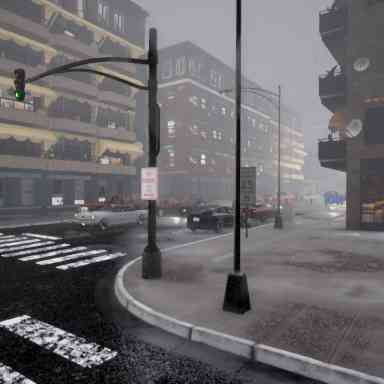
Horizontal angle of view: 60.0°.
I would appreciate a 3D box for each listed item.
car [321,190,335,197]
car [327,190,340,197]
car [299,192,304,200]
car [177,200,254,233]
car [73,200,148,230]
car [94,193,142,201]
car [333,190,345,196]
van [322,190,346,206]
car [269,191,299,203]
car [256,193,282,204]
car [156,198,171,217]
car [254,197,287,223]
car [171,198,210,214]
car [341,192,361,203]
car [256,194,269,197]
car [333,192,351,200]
[{"bbox_3d":[29.833,0.378,72.931,1.887,1.381,4.507,2,2,35],"label":"car"},{"bbox_3d":[33.038,0.335,77.488,1.802,1.307,4.206,2,2,35],"label":"car"},{"bbox_3d":[17.012,0.719,54.707,1.947,1.339,4.313,2,2,35],"label":"car"},{"bbox_3d":[1.409,1.348,17.961,1.947,1.339,4.313,2,2,35],"label":"car"},{"bbox_3d":[-4.549,1.368,19.565,1.895,1.301,4.718,1,1,35],"label":"car"},{"bbox_3d":[-5.420,1.031,22.808,2.192,1.841,5.009,2,2,35],"label":"car"},{"bbox_3d":[36.243,0.255,82.044,1.802,1.307,4.206,2,2,35],"label":"car"},{"bbox_3d":[17.437,0.721,40.737,1.690,1.788,3.998,2,2,35],"label":"van"},{"bbox_3d":[11.502,0.717,42.328,2.097,1.767,4.553,1,1,36],"label":"car"},{"bbox_3d":[10.603,0.880,45.594,1.947,1.339,4.313,2,2,35],"label":"car"},{"bbox_3d":[-2.217,1.180,27.370,1.887,1.381,4.507,2,2,35],"label":"car"},{"bbox_3d":[4.614,1.283,22.517,1.802,1.307,4.206,2,2,35],"label":"car"},{"bbox_3d":[0.545,1.203,26.830,1.994,1.385,4.181,1,1,34],"label":"car"},{"bbox_3d":[23.844,0.763,49.853,1.887,1.381,4.507,2,2,35],"label":"car"},{"bbox_3d":[5.797,1.012,34.267,1.837,1.490,4.892,1,1,35],"label":"car"},{"bbox_3d":[25.884,0.695,57.272,1.895,1.301,4.718,1,1,35],"label":"car"}]
